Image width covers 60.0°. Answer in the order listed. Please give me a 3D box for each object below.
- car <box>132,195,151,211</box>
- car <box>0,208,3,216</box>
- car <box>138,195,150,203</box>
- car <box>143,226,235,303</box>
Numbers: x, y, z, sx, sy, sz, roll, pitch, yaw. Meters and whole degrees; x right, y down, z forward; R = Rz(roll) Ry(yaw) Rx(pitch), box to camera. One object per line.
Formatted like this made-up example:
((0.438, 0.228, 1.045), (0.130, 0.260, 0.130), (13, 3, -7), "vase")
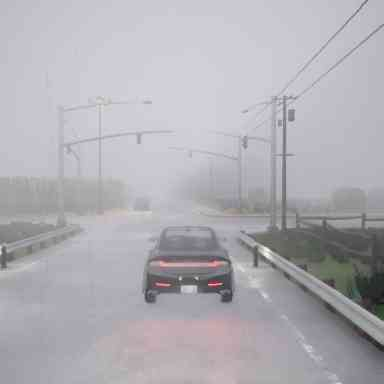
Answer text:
((-5.986, 1.457, 39.811), (1.837, 1.490, 4.892), (0, 1, -7), "car")
((-18.862, 1.682, 28.459), (4.674, 1.442, 1.812), (0, 1, -6), "car")
((-8.241, 1.190, 57.923), (1.994, 1.385, 4.181), (0, 1, -7), "car")
((-0.098, 1.611, 8.444), (2.128, 1.511, 4.902), (0, -2, -1), "car")
